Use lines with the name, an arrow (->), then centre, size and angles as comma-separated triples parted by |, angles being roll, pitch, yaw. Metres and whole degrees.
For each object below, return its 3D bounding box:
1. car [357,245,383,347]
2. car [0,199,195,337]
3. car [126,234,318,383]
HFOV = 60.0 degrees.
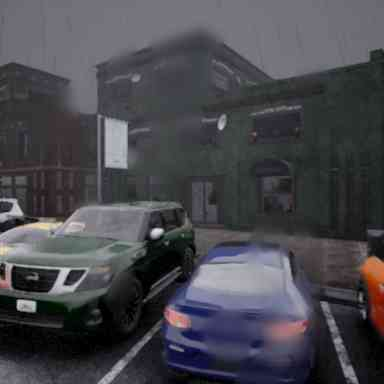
car -> 3.398, 1.361, 3.722 | 2.185, 1.767, 4.553 | 1, -1, 15
car -> -1.494, 1.233, 7.153 | 2.435, 2.045, 5.566 | 1, -1, 15
car -> 0.936, 1.525, 5.431 | 2.002, 1.452, 4.674 | 0, -1, 15
